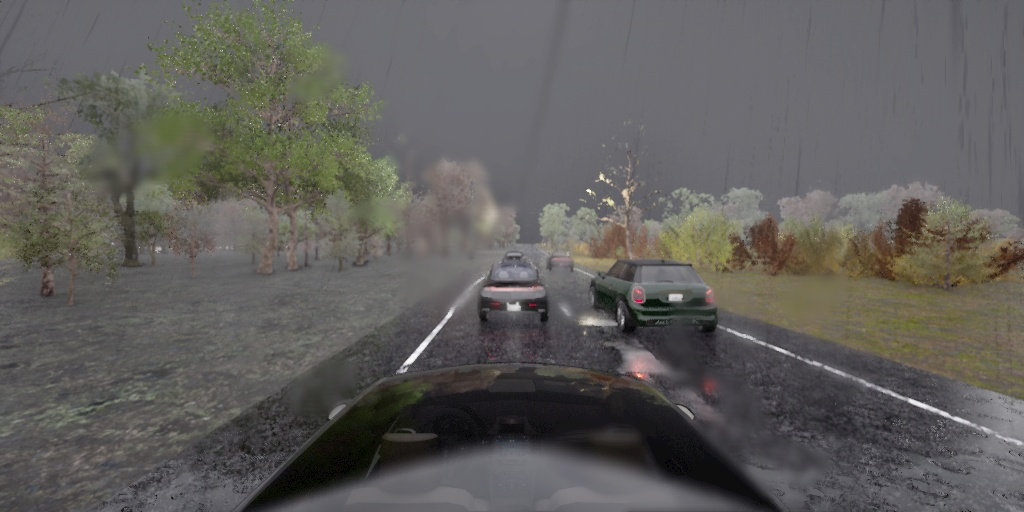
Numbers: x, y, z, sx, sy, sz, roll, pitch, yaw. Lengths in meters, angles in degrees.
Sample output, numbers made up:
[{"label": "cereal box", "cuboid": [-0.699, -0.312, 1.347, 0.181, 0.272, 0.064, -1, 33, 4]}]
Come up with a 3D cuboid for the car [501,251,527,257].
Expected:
[{"label": "car", "cuboid": [0.181, 0.400, 28.108, 1.837, 1.490, 4.892, 0, 1, 1]}]

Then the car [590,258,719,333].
[{"label": "car", "cuboid": [3.557, 0.840, 9.869, 2.097, 1.767, 4.553, 0, 2, 0]}]

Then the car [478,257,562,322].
[{"label": "car", "cuboid": [0.054, 0.944, 10.896, 2.128, 1.511, 4.902, 0, 2, 0]}]

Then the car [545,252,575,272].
[{"label": "car", "cuboid": [3.678, 0.397, 27.845, 2.128, 1.511, 4.902, 0, 2, 1]}]
